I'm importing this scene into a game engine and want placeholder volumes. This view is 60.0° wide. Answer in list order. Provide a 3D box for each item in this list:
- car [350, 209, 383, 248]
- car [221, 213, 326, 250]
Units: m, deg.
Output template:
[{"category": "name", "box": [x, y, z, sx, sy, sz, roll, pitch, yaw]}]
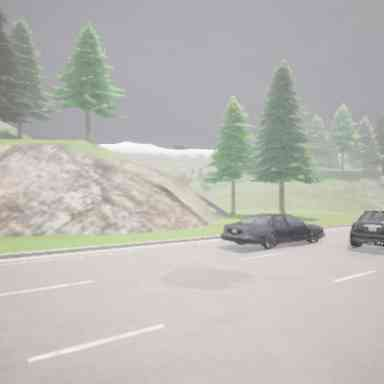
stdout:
[{"category": "car", "box": [8.865, 1.509, 14.387, 4.553, 1.767, 2.097, 1, 0, -36]}, {"category": "car", "box": [3.788, 1.672, 15.059, 5.357, 1.411, 2.033, 1, 0, -36]}]
